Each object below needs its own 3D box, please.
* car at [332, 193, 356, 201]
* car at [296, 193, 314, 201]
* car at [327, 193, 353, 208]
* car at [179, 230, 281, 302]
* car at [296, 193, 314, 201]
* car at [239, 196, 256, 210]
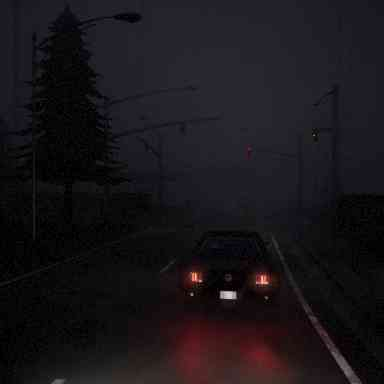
[{"bbox_3d":[34.415,1.097,75.350,4.605,1.855,1.932,0,0,10],"label":"car"},{"bbox_3d":[27.233,1.077,79.946,3.866,1.878,1.905,0,0,10],"label":"car"},{"bbox_3d":[20.189,1.330,43.026,5.027,1.636,2.152,0,0,10],"label":"car"},{"bbox_3d":[0.979,1.601,8.289,1.895,1.301,4.718,0,0,8],"label":"car"},{"bbox_3d":[26.057,1.361,76.777,3.806,1.475,1.970,0,0,10],"label":"car"},{"bbox_3d":[7.177,1.352,43.231,2.097,1.767,4.553,0,0,10],"label":"car"}]
